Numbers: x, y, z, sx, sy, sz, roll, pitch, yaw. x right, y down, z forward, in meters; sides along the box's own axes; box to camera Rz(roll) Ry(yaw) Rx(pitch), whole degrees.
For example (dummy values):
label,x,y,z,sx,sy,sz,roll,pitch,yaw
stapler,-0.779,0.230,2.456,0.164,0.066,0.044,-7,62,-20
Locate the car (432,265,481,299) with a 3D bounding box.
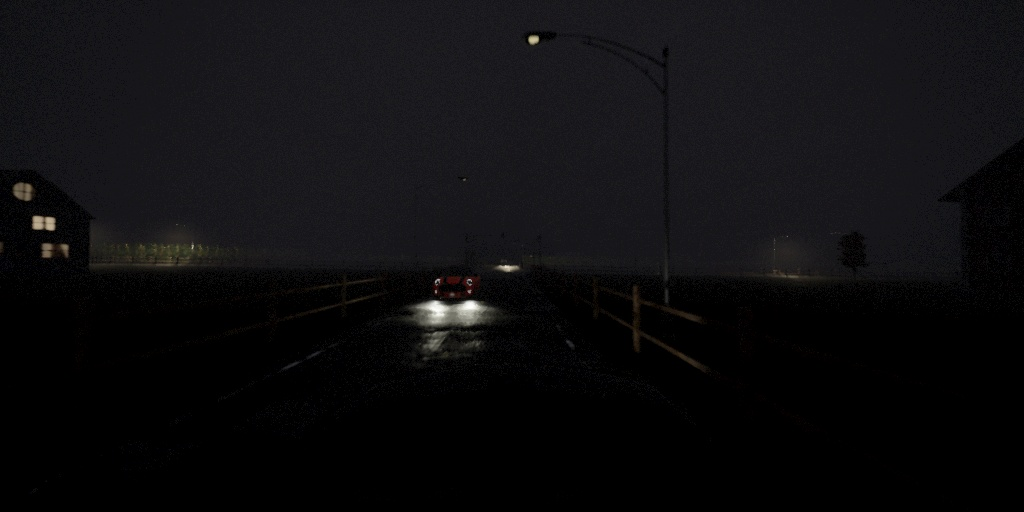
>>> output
label,x,y,z,sx,sy,sz,roll,pitch,yaw
car,-2.848,1.290,19.345,2.097,1.767,4.553,0,-1,0
